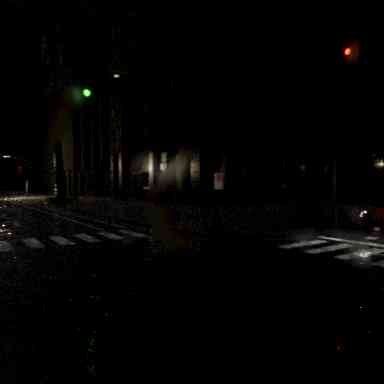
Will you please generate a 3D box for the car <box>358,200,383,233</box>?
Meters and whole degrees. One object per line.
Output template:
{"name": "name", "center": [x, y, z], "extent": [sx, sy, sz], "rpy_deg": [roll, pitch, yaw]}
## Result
{"name": "car", "center": [9.782, 0.975, 15.528], "extent": [4.553, 1.767, 2.097], "rpy_deg": [-1, 1, -34]}
